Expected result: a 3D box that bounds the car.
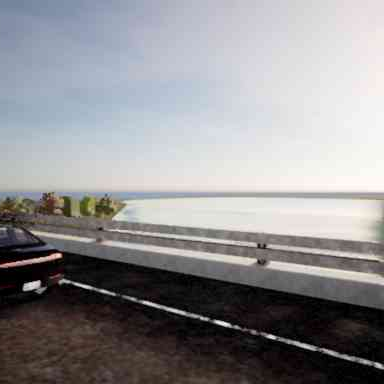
[{"bbox_3d":[-4.822,1.463,7.415,4.902,1.511,2.128,0,0,36],"label":"car"}]
